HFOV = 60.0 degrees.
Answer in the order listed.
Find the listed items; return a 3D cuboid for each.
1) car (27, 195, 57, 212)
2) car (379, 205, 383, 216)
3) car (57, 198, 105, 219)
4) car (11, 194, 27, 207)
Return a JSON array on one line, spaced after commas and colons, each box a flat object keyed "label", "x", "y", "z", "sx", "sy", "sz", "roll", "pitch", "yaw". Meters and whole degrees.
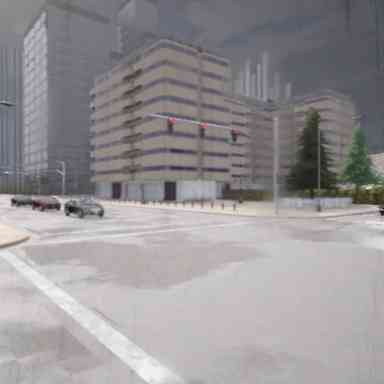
[{"label": "car", "x": -15.137, "y": 1.140, "z": 34.469, "sx": 1.882, "sy": 1.535, "sz": 5.008, "roll": -1, "pitch": 1, "yaw": -39}, {"label": "car", "x": 17.385, "y": 1.299, "z": 27.645, "sx": 4.718, "sy": 1.301, "sz": 1.895, "roll": -1, "pitch": 1, "yaw": -39}, {"label": "car", "x": -8.630, "y": 1.228, "z": 26.510, "sx": 2.128, "sy": 1.511, "sz": 4.902, "roll": -1, "pitch": 1, "yaw": -39}, {"label": "car", "x": -21.738, "y": 1.064, "z": 42.560, "sx": 1.882, "sy": 1.535, "sz": 5.008, "roll": -1, "pitch": 1, "yaw": -39}]
